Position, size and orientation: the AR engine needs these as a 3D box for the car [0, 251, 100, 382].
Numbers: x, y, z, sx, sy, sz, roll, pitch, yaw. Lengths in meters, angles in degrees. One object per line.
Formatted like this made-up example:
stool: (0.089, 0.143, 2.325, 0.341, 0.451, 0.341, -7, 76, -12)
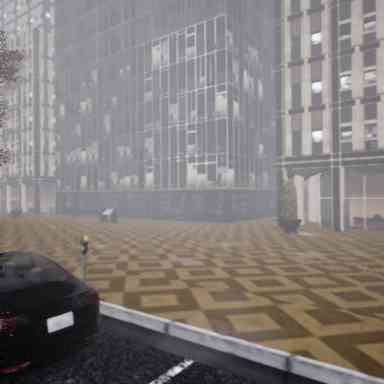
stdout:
car: (-3.272, 1.621, 5.217, 4.313, 1.339, 1.947, -1, 0, 36)
